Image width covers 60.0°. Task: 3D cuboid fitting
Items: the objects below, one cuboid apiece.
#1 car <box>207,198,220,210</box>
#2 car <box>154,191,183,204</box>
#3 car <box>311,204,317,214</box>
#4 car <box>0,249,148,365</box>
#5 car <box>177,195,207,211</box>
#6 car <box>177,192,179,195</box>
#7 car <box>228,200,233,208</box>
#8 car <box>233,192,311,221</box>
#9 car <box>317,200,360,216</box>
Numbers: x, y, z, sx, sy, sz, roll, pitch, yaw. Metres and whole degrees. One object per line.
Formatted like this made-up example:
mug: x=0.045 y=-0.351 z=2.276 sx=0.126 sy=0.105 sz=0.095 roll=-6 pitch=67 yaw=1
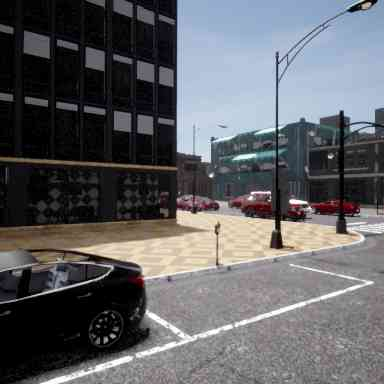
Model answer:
car: x=1.084 y=1.222 z=35.611 sx=1.994 sy=1.385 sz=4.181 roll=0 pitch=1 yaw=-36
car: x=-3.805 y=0.797 z=52.090 sx=2.192 sy=1.841 sz=5.009 roll=1 pitch=0 yaw=-36
car: x=7.034 y=1.004 z=27.496 sx=2.150 sy=2.045 sz=5.566 roll=0 pitch=1 yaw=-36
car: x=-2.707 y=1.566 z=4.623 sx=4.313 sy=1.339 sz=1.947 roll=0 pitch=0 yaw=-35
car: x=-0.731 y=1.233 z=33.718 sx=1.802 sy=1.307 sz=4.206 roll=1 pitch=0 yaw=-36
car: x=-0.531 y=1.104 z=47.618 sx=2.008 sy=1.369 sz=4.403 roll=1 pitch=0 yaw=-36
car: x=6.029 y=1.134 z=38.674 sx=1.967 sy=1.590 sz=4.097 roll=1 pitch=0 yaw=-36
car: x=5.834 y=1.103 z=24.772 sx=2.192 sy=1.841 sz=5.009 roll=1 pitch=0 yaw=-36
car: x=12.587 y=1.375 z=29.728 sx=1.887 sy=1.381 sz=4.507 roll=1 pitch=0 yaw=-36
